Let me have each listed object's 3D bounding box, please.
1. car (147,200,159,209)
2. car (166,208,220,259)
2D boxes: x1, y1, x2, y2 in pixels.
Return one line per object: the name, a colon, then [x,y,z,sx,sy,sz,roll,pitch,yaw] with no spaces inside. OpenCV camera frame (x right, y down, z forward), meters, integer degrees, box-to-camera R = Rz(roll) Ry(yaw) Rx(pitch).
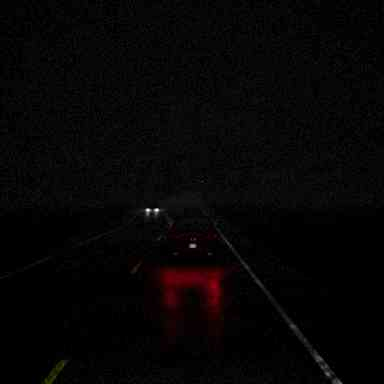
car: [-6.851,2.231,58.517,1.837,1.490,4.892,0,0,-3]
car: [0.050,1.664,13.552,1.882,1.535,5.008,0,0,0]
